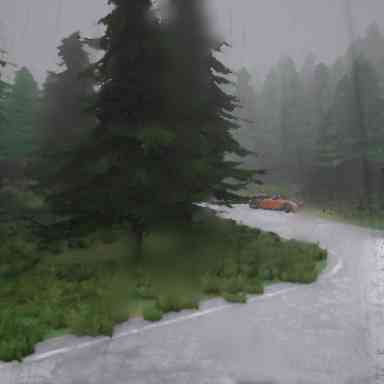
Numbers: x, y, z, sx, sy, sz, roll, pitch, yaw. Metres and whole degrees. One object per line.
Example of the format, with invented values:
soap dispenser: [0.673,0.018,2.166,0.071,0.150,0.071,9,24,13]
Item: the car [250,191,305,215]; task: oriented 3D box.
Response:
car: [7.352,0.793,28.702,4.553,1.767,2.097,4,6,42]
